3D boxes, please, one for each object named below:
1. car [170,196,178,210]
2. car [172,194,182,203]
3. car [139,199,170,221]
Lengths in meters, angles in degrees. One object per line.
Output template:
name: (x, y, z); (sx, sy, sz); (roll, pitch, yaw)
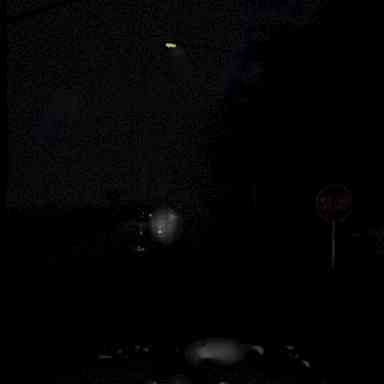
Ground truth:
car: (-3.097, 1.572, 41.582); (1.895, 1.301, 4.718); (0, 0, 0)
car: (-2.998, 1.207, 61.909); (2.097, 1.767, 4.553); (0, 0, 0)
car: (-3.099, 1.491, 27.249); (1.837, 1.490, 4.892); (0, 0, 0)
